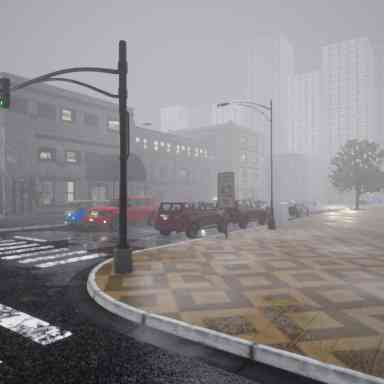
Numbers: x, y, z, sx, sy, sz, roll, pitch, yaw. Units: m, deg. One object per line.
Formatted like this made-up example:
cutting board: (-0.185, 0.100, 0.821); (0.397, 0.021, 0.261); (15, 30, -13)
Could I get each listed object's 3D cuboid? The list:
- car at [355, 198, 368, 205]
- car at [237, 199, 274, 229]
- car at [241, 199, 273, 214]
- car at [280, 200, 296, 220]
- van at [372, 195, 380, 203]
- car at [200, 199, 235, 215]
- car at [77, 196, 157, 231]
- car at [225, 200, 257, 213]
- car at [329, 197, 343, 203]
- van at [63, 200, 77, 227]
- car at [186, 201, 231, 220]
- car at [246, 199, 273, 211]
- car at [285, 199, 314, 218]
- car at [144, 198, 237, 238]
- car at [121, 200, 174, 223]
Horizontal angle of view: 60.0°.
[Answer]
car: (32.050, 1.801, 62.885); (2.008, 1.369, 4.403); (-1, -1, 35)
car: (3.294, 1.368, 22.330); (2.192, 1.841, 5.009); (-1, -1, 35)
car: (7.581, 1.639, 38.355); (1.837, 1.490, 4.892); (0, 0, 36)
car: (6.490, 1.616, 26.834); (1.887, 1.381, 4.507); (-1, -1, 35)
van: (44.828, 1.694, 80.914); (1.690, 1.788, 3.998); (-1, -1, 35)
car: (2.847, 1.570, 36.187); (1.967, 1.590, 4.097); (-1, -1, 35)
car: (-4.285, 1.285, 21.647); (2.150, 2.045, 5.566); (0, 0, 35)
car: (6.042, 1.701, 40.691); (2.008, 1.369, 4.403); (-1, -1, 35)
car: (34.796, 1.915, 81.249); (2.008, 1.369, 4.403); (-1, -1, 35)
van: (-6.738, 1.414, 22.668); (1.690, 1.788, 3.998); (-1, 0, 35)
car: (1.550, 1.622, 29.858); (1.812, 1.442, 4.674); (0, 0, 36)
car: (9.237, 1.722, 45.198); (2.008, 1.369, 4.403); (-1, -1, 35)
car: (9.686, 1.657, 31.341); (1.947, 1.339, 4.313); (-1, -1, 35)
car: (0.099, 1.350, 17.823); (2.192, 1.841, 5.009); (-1, -1, 35)
car: (-3.543, 1.531, 27.173); (1.967, 1.590, 4.097); (-1, -1, 35)
